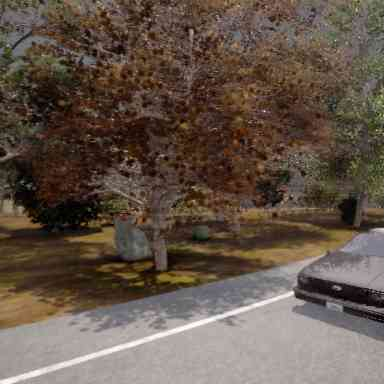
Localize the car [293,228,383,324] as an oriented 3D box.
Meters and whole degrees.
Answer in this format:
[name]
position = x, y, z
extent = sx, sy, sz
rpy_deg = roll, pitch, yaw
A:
[car]
position = 4.462, 1.545, 7.309
extent = 5.357, 1.411, 2.033
rpy_deg = 0, 0, -40
